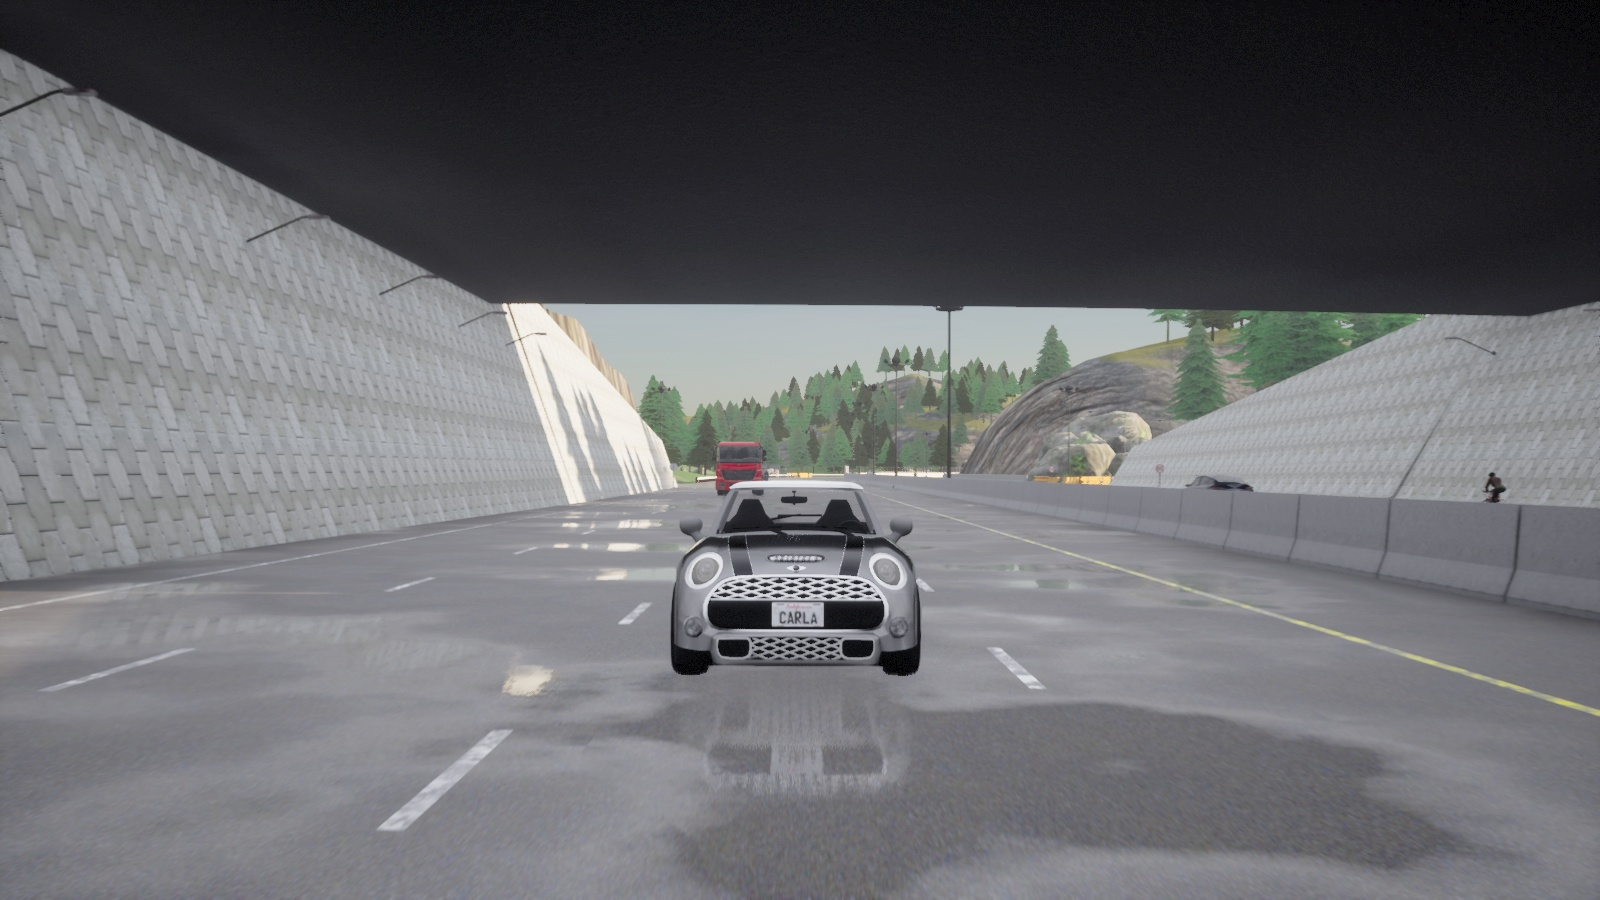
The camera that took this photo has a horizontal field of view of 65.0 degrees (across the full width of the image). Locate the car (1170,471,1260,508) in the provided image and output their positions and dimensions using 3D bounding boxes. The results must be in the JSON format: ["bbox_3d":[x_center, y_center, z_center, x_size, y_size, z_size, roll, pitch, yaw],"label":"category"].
[{"bbox_3d":[17.354,1.628,52.746,2.163,1.488,4.792,0,-1,0],"label":"car"}]

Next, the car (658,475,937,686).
[{"bbox_3d":[-0.026,0.961,10.809,1.970,1.475,3.806,0,-1,0],"label":"car"}]

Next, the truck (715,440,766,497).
[{"bbox_3d":[-3.748,1.197,80.580,2.891,3.462,7.936,0,-1,0],"label":"truck"}]
